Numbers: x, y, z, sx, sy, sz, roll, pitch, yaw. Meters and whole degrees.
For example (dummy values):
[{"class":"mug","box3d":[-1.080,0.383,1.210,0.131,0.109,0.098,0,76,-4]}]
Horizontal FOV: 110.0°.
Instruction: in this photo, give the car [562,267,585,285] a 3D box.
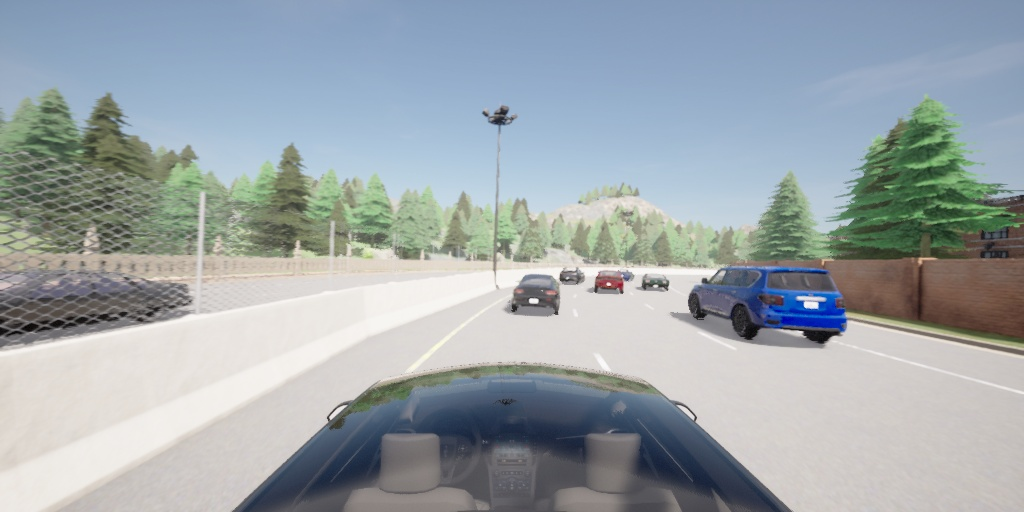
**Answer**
[{"class":"car","box3d":[5.657,1.791,33.448,2.128,1.511,4.902,2,-1,19]}]

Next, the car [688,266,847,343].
[{"class":"car","box3d":[7.663,1.343,11.494,2.150,2.045,5.566,2,-1,6]}]

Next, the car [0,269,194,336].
[{"class":"car","box3d":[-10.385,1.013,8.131,2.033,1.411,5.357,2,-1,4]}]

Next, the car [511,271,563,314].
[{"class":"car","box3d":[1.096,1.461,14.944,1.812,1.442,4.674,2,-1,8]}]

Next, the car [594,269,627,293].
[{"class":"car","box3d":[6.903,1.732,25.646,1.882,1.535,5.008,2,-1,14]}]

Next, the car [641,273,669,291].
[{"class":"car","box3d":[11.693,2.063,29.540,1.895,1.301,4.718,2,-1,18]}]

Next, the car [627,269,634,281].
[{"class":"car","box3d":[13.108,2.215,42.054,1.994,1.385,4.181,2,-1,26]}]
